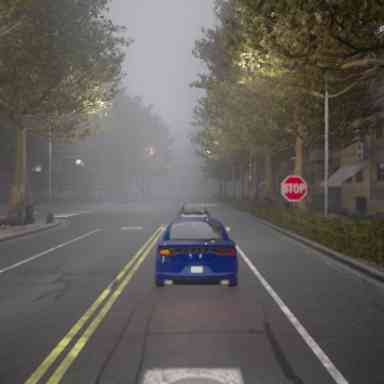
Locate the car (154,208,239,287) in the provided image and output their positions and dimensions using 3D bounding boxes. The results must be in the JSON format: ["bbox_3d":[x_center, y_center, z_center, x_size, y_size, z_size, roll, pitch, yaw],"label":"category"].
[{"bbox_3d":[0.099,1.413,9.182,1.882,1.535,5.008,0,0,0],"label":"car"}]

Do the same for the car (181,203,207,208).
[{"bbox_3d":[0.093,1.359,18.837,2.128,1.511,4.902,0,0,0],"label":"car"}]
